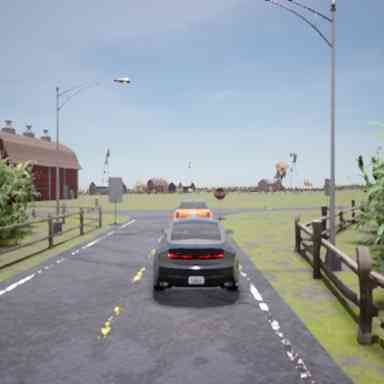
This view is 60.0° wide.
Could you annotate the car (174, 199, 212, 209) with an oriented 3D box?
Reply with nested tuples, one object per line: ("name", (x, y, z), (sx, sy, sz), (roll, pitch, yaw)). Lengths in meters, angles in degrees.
("car", (0.060, 1.194, 18.876), (2.097, 1.767, 4.553), (0, 0, 0))

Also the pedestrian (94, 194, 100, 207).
("pedestrian", (-11.249, 1.157, 39.350), (0.375, 1.860, 0.375), (0, 1, 4))

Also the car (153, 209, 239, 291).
("car", (0.084, 1.430, 8.782), (1.837, 1.490, 4.892), (0, 0, 0))
